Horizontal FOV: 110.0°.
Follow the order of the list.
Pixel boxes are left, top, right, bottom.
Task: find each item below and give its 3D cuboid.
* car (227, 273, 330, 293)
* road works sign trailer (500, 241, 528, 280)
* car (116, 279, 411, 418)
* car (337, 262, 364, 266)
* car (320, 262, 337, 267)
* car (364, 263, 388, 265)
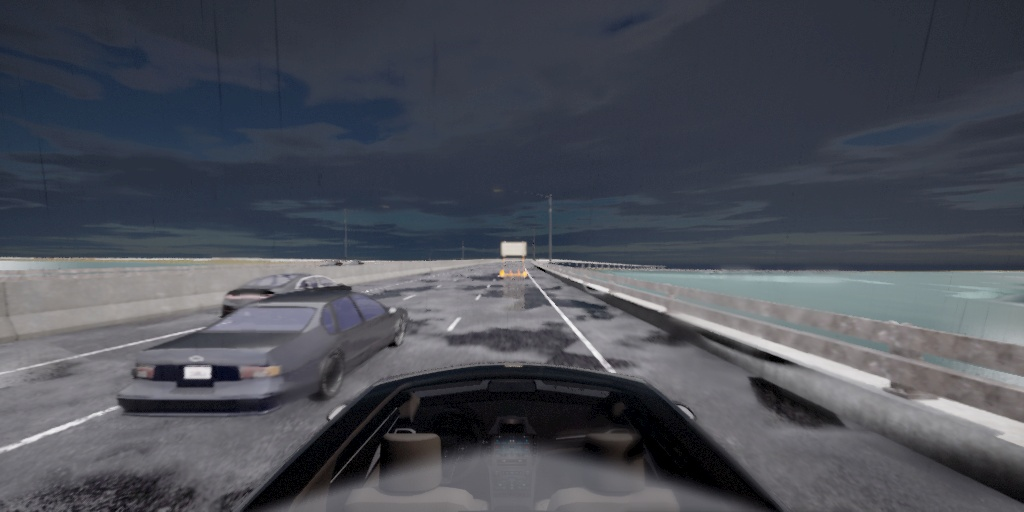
[{"bbox_3d":[-6.883,1.296,11.680,2.128,1.511,4.902,0,0,0],"label":"car"},{"bbox_3d":[0.152,0.400,32.662,2.380,3.560,2.880,0,0,1],"label":"road works sign trailer"},{"bbox_3d":[-3.396,1.323,6.387,2.033,1.411,5.357,0,0,0],"label":"car"},{"bbox_3d":[-20.698,1.513,47.538,1.837,1.490,4.892,0,0,1],"label":"car"},{"bbox_3d":[-24.171,1.513,48.459,1.837,1.490,4.892,0,0,2],"label":"car"},{"bbox_3d":[-17.198,1.608,47.058,1.895,1.301,4.718,0,0,1],"label":"car"}]
